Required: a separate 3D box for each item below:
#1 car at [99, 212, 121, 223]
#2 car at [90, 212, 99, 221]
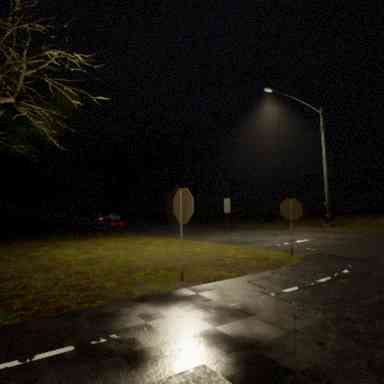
[{"bbox_3d":[-13.403,4.264,55.342,1.812,1.442,4.674,-1,-2,-34],"label":"car"},{"bbox_3d":[-17.120,4.510,60.703,1.837,1.490,4.892,-1,-1,-34],"label":"car"}]
